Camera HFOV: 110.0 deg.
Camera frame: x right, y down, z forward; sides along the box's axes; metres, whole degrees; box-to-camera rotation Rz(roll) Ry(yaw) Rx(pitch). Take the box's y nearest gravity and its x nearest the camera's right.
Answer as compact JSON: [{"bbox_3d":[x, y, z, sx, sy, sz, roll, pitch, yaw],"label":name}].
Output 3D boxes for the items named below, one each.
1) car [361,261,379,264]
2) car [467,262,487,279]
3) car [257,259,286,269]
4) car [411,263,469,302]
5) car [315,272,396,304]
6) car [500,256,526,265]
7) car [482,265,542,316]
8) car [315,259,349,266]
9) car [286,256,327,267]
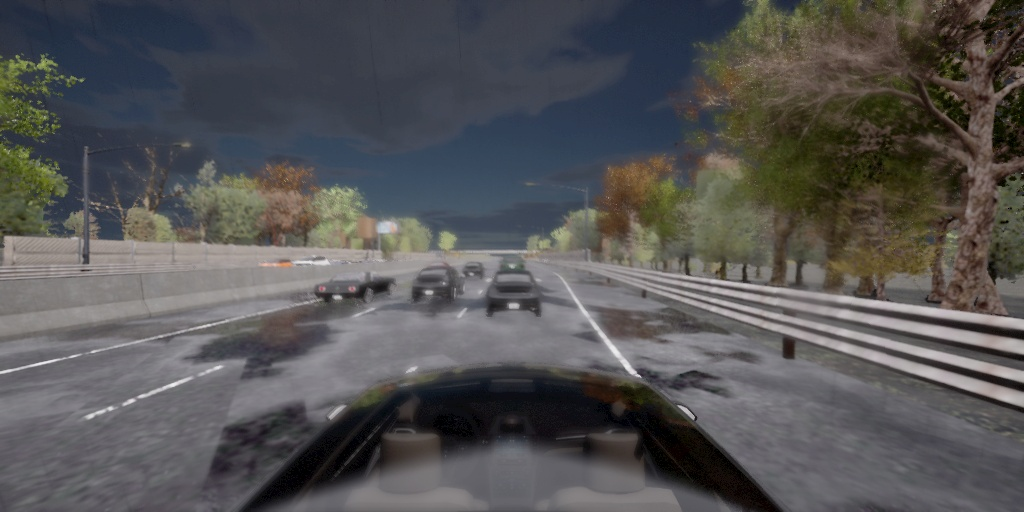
[{"bbox_3d":[-17.621,1.313,44.113,2.128,1.511,4.902,0,0,0],"label":"car"},{"bbox_3d":[-3.432,1.303,33.085,1.837,1.490,4.892,0,0,0],"label":"car"},{"bbox_3d":[-28.048,1.169,42.668,2.097,1.767,4.553,0,0,-1],"label":"car"},{"bbox_3d":[-3.420,1.275,17.250,1.837,1.490,4.892,0,0,0],"label":"car"},{"bbox_3d":[-6.920,1.370,16.518,1.895,1.301,4.718,0,0,0],"label":"car"},{"bbox_3d":[0.070,1.018,32.138,2.150,2.045,5.566,0,0,0],"label":"car"},{"bbox_3d":[0.073,1.272,13.419,1.837,1.490,4.892,0,0,0],"label":"car"},{"bbox_3d":[-21.124,1.368,43.515,2.033,1.411,5.357,0,0,0],"label":"car"},{"bbox_3d":[-24.620,1.044,44.039,2.150,2.045,5.566,0,0,0],"label":"car"}]
